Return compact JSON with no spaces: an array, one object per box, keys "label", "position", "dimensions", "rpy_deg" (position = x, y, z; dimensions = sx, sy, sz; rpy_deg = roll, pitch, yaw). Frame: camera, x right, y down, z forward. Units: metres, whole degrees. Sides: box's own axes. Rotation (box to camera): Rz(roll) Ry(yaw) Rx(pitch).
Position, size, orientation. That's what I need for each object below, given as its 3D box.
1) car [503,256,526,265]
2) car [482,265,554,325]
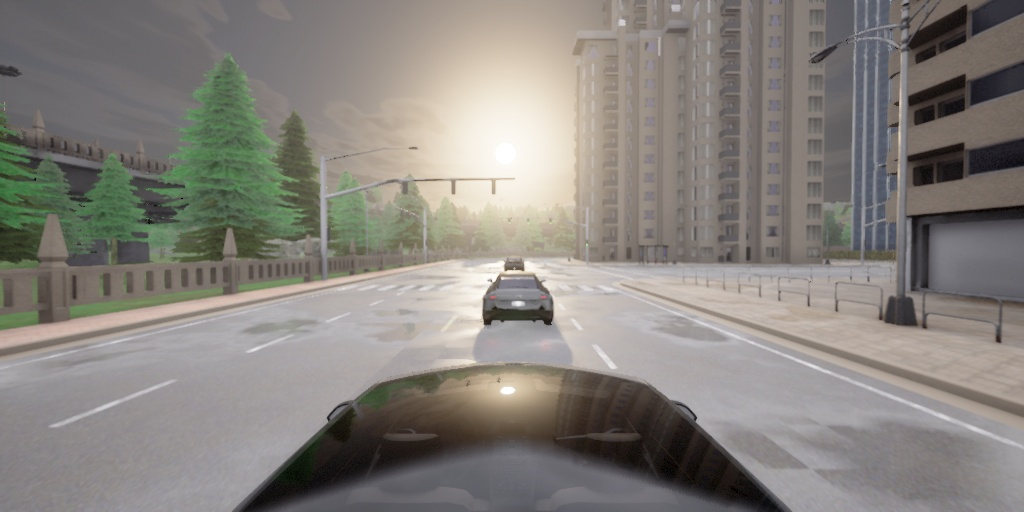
[{"label":"car","position":[0.213,0.775,33.287],"dimensions":[1.837,1.490,4.892],"rpy_deg":[0,1,0]},{"label":"car","position":[0.155,1.161,11.209],"dimensions":[1.994,1.385,4.181],"rpy_deg":[0,1,0]}]
